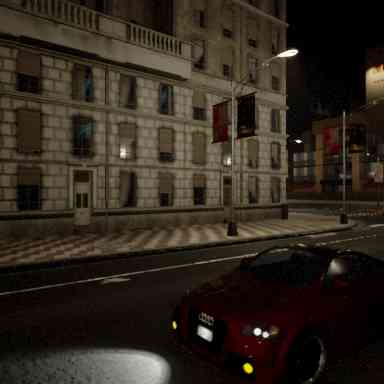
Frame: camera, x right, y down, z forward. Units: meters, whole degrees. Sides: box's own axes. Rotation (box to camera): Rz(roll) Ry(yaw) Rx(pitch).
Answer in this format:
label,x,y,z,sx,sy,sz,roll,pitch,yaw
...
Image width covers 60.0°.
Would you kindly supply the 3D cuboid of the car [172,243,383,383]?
label,x,y,z,sx,sy,sz,roll,pitch,yaw
car,1.773,1.564,5.287,4.181,1.385,1.994,0,0,-36
